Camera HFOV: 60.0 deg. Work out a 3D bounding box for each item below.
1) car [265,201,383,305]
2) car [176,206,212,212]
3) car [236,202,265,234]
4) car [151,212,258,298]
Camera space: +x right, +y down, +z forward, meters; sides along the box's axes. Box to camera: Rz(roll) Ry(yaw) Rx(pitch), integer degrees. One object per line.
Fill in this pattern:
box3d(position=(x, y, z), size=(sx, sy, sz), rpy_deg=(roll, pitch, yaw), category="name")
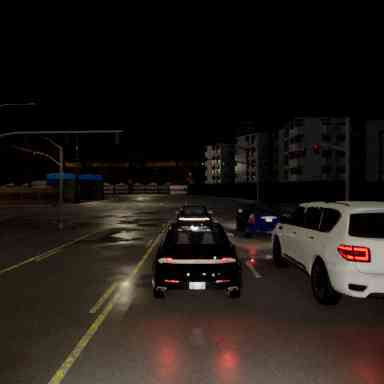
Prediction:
box3d(position=(3.595, 1.220, 8.227), size=(2.150, 2.045, 5.566), rpy_deg=(0, 0, 0), category="car")
box3d(position=(0.113, 1.473, 17.962), size=(2.128, 1.511, 4.902), rpy_deg=(0, 0, 0), category="car")
box3d(position=(3.610, 1.327, 17.708), size=(2.097, 1.767, 4.553), rpy_deg=(0, 0, 0), category="car")
box3d(position=(0.103, 1.499, 8.515), size=(2.128, 1.511, 4.902), rpy_deg=(0, 0, 0), category="car")
